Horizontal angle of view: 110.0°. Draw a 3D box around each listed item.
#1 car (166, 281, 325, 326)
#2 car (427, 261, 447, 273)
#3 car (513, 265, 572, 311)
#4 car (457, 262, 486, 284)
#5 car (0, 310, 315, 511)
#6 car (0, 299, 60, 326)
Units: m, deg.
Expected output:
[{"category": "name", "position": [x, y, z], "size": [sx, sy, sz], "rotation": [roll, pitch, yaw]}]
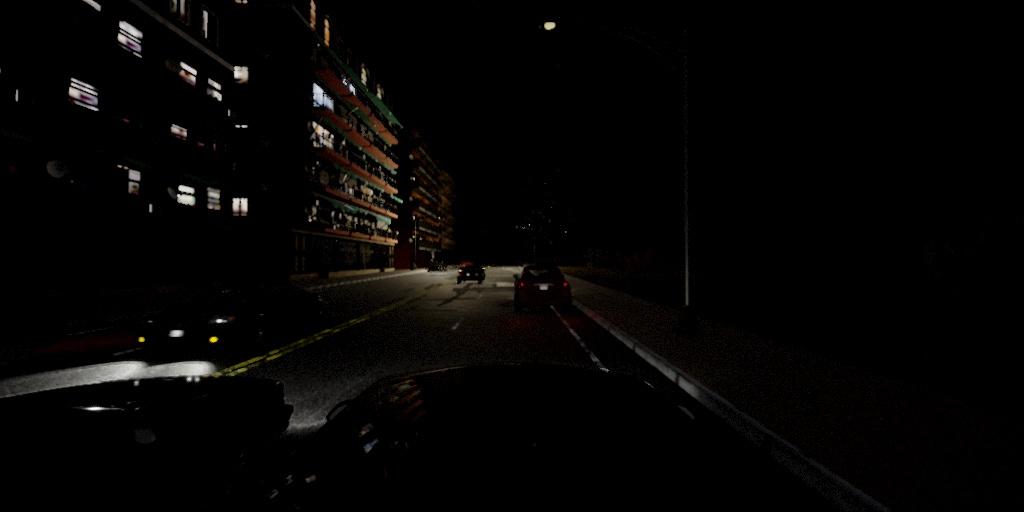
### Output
[{"category": "car", "position": [-6.603, 1.344, 9.052], "size": [1.994, 1.385, 4.181], "rotation": [0, 0, 0]}, {"category": "car", "position": [-9.872, 1.438, 47.436], "size": [1.837, 1.490, 4.892], "rotation": [0, 0, 0]}, {"category": "car", "position": [1.130, 1.155, 14.848], "size": [2.097, 1.767, 4.553], "rotation": [0, 0, 0]}, {"category": "car", "position": [-3.163, 1.406, 28.366], "size": [2.033, 1.411, 5.357], "rotation": [0, 0, 0]}, {"category": "car", "position": [-3.148, 1.295, 1.157], "size": [2.033, 1.411, 5.357], "rotation": [0, 0, 0]}, {"category": "car", "position": [-9.849, 1.241, 4.930], "size": [1.882, 1.535, 5.008], "rotation": [0, 0, 0]}]
